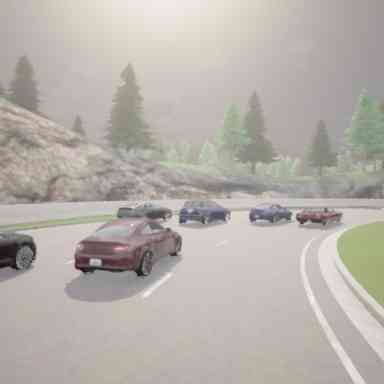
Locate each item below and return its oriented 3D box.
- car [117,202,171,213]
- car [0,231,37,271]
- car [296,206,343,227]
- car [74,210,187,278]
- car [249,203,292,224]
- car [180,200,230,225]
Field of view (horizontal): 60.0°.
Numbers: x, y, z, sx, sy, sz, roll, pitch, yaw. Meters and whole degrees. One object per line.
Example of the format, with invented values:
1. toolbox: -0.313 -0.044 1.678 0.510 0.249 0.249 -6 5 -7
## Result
1. car: -3.364 1.454 24.340 2.128 1.511 4.902 0 0 31
2. car: -5.796 1.441 7.961 2.128 1.511 4.902 0 0 10
3. car: 9.174 1.666 23.710 1.895 1.301 4.718 0 0 40
4. car: -1.724 1.507 10.143 1.812 1.442 4.674 0 0 14
5. car: 5.964 1.564 25.149 1.812 1.442 4.674 0 0 38
6. car: 1.005 1.350 24.161 2.097 1.767 4.553 1 0 32
